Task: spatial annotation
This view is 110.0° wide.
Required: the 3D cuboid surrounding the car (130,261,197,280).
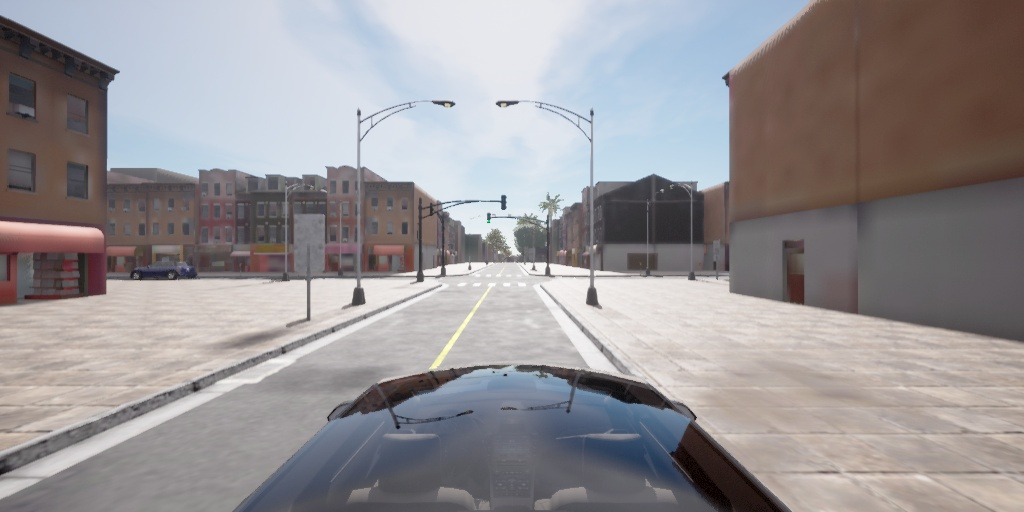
[{"bbox_3d":[-31.275,1.214,32.230,4.553,1.767,2.097,0,0,0],"label":"car"}]
